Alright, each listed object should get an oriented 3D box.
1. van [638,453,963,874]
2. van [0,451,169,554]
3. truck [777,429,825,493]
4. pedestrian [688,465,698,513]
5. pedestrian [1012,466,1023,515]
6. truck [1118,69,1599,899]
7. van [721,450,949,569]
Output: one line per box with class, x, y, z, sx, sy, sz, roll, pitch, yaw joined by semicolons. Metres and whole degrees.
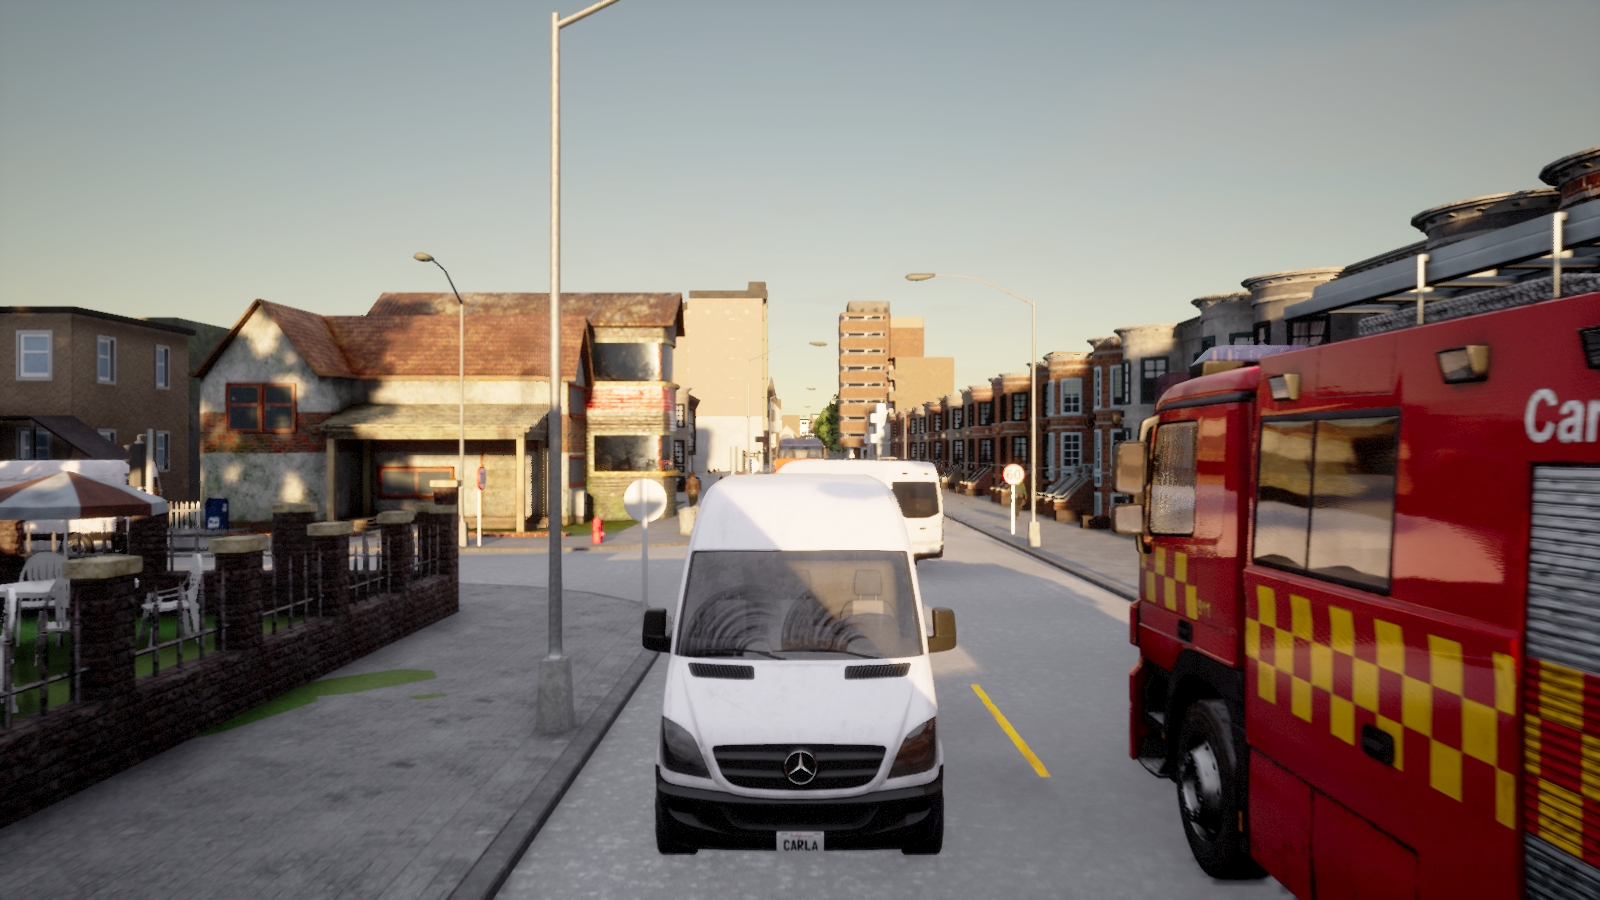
van;0.003;1.315;9.941;1.988;2.561;5.915;0;0;0
van;-19.763;1.315;29.408;5.915;2.561;1.988;0;0;0
truck;0.039;0.670;72.300;2.891;3.827;8.468;0;0;0
pedestrian;-4.201;1.527;44.808;0.375;1.860;0.375;0;0;1
pedestrian;8.232;1.527;43.244;0.375;1.860;0.375;0;0;16
truck;4.047;0.671;5.003;2.891;3.827;8.468;0;0;0
van;0.691;1.315;27.560;1.988;2.561;5.915;2;-1;-41
